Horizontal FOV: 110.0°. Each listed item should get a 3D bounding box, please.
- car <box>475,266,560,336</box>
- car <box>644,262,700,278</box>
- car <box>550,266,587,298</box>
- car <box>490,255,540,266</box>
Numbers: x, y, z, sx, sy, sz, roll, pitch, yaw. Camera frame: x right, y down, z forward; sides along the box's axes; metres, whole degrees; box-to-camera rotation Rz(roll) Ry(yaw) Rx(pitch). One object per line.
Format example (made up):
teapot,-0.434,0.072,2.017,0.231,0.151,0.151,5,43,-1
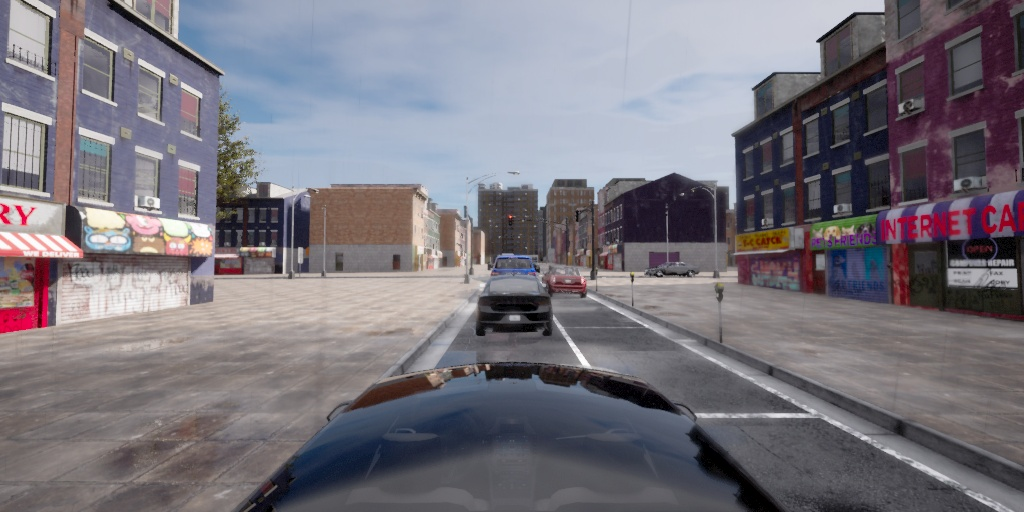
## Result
car,0.033,1.235,10.485,1.882,1.535,5.008,0,0,-1
car,14.940,1.314,33.571,4.902,1.511,2.128,0,-2,0
car,2.610,1.210,18.724,1.967,1.591,4.097,0,0,0
car,0.063,0.992,18.035,2.150,2.045,5.566,0,0,0
